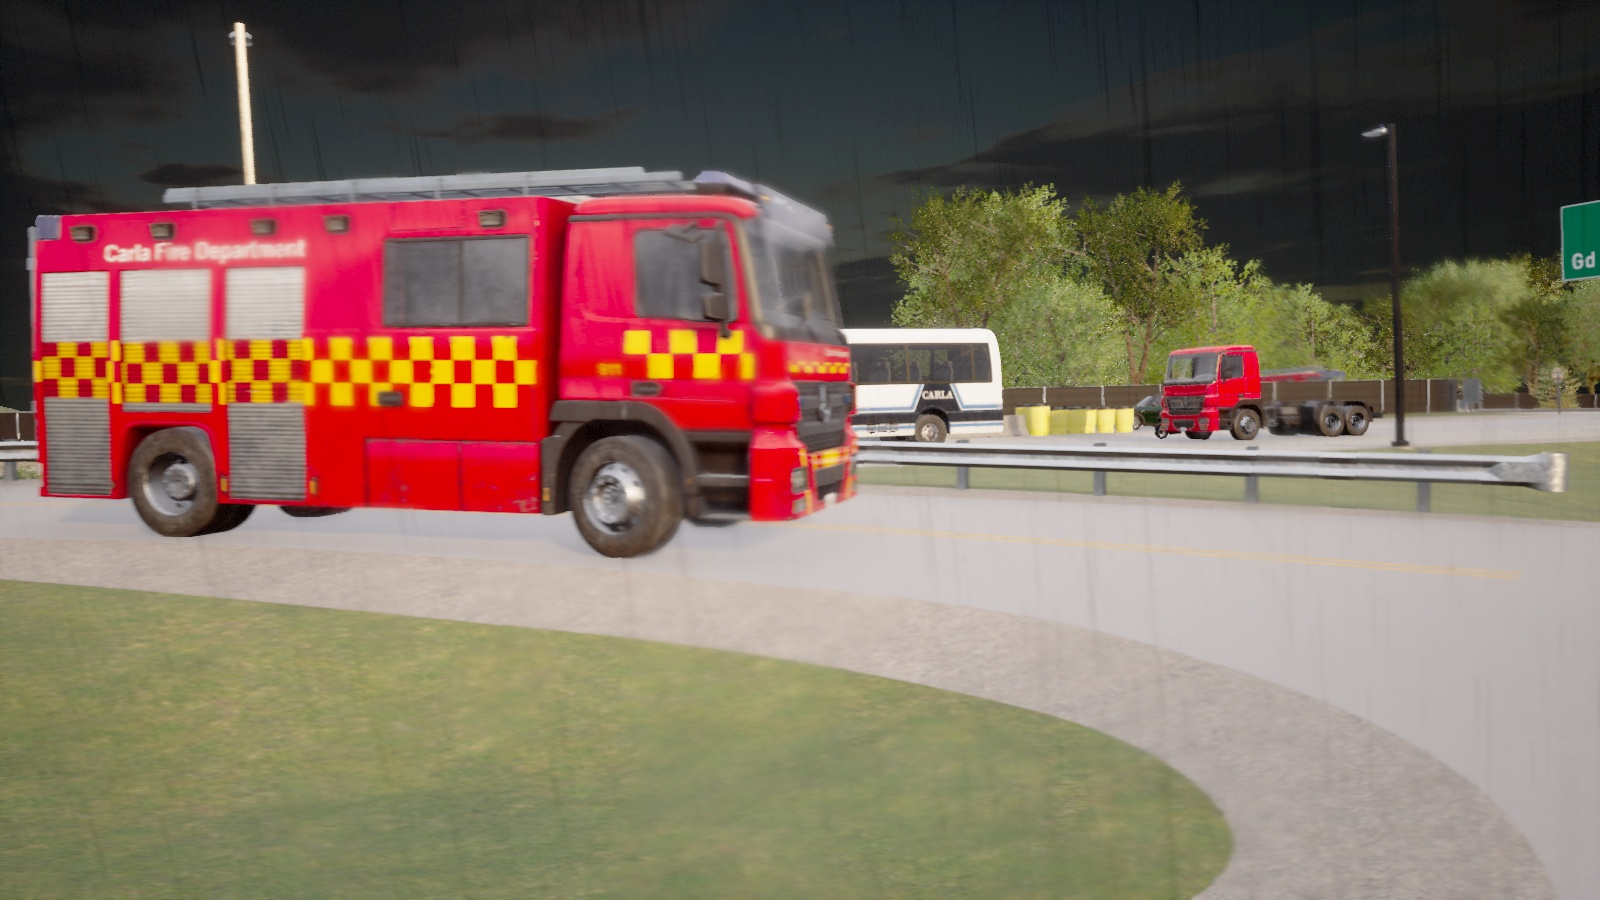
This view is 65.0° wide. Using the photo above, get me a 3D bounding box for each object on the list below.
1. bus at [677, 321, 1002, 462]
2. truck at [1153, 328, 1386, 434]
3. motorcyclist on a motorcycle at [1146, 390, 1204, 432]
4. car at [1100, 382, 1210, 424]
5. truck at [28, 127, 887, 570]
[{"bbox_3d":[1.370,-2.056,43.301,10.273,4.253,3.944,-4,2,-21],"label":"bus"},{"bbox_3d":[17.111,-2.520,45.723,7.936,3.462,2.891,-4,2,-21],"label":"truck"},{"bbox_3d":[14.467,-1.509,48.457,2.044,1.523,0.797,-4,2,-21],"label":"motorcyclist on a motorcycle"},{"bbox_3d":[16.894,-2.232,59.924,4.553,1.767,2.097,-3,2,-2],"label":"car"},{"bbox_3d":[-3.557,-0.941,13.435,8.468,3.827,2.891,0,3,16],"label":"truck"}]
